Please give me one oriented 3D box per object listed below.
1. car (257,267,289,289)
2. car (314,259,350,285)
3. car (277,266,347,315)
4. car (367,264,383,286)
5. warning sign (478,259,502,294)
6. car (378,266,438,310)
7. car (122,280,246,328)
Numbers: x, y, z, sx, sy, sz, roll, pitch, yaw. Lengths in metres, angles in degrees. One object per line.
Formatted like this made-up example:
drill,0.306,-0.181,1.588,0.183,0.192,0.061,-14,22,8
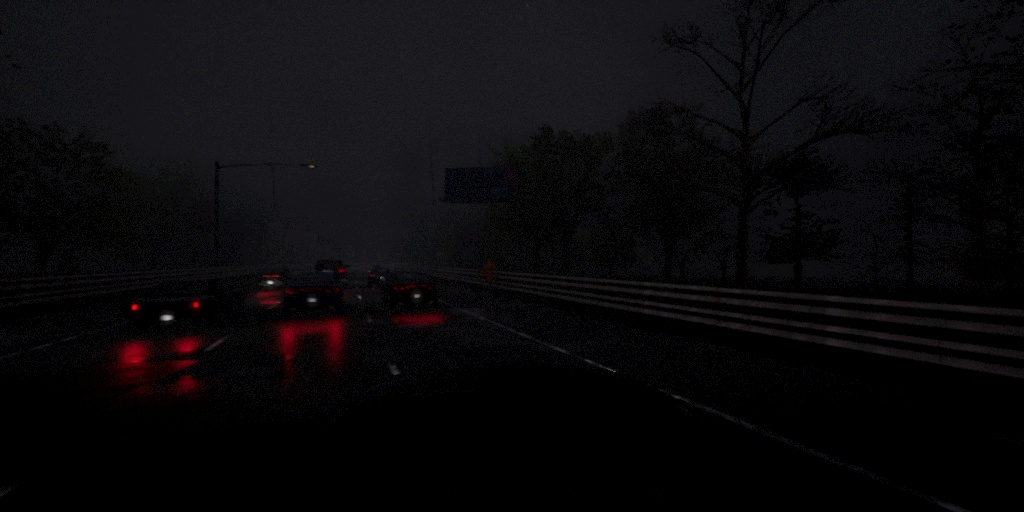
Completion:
car,-16.894,1.522,25.892,1.837,1.490,4.892,0,0,-24
car,-13.325,1.250,26.455,2.150,2.045,5.566,0,0,-24
car,-7.818,1.367,14.464,1.882,1.535,5.008,0,0,-25
car,-10.508,1.619,28.759,1.994,1.385,4.181,0,-1,-24
warning sign,-1.194,1.067,19.220,1.300,1.860,1.060,0,0,-25
car,-4.655,1.387,15.963,1.882,1.535,5.008,0,0,-25
car,-10.569,1.460,12.055,1.895,1.301,4.718,0,-1,-25
